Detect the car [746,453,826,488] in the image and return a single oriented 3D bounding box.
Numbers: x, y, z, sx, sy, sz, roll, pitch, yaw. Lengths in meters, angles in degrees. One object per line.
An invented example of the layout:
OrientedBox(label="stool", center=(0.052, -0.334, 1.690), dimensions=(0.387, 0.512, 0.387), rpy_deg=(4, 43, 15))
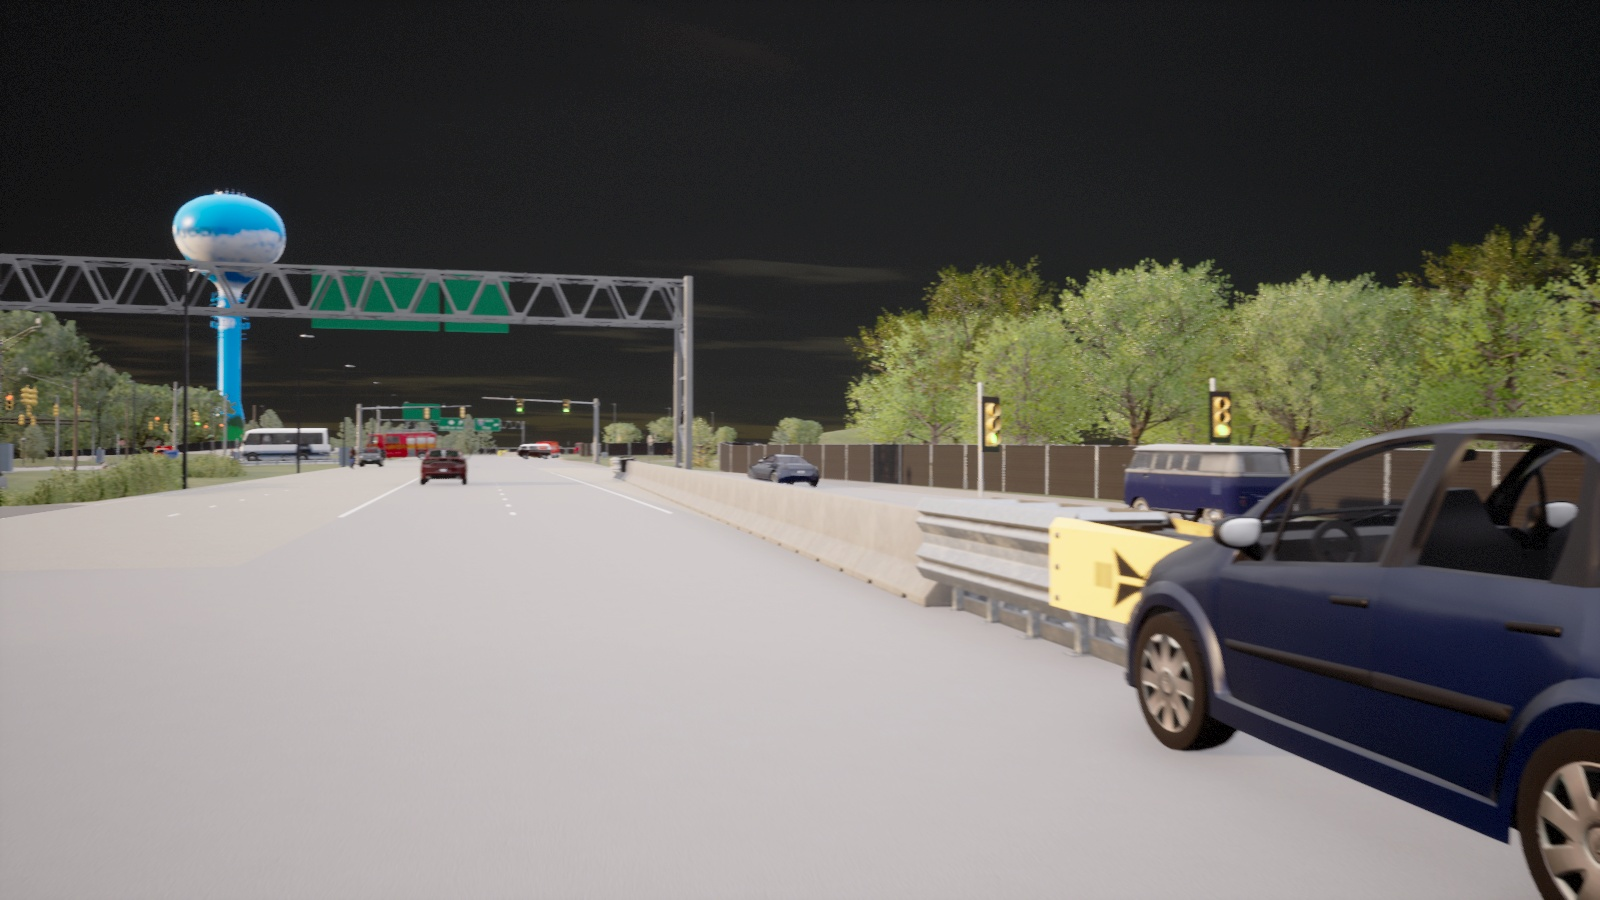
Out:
OrientedBox(label="car", center=(-0.648, 0.845, 53.883), dimensions=(1.994, 1.385, 4.181), rpy_deg=(0, 1, -23))

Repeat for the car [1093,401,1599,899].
OrientedBox(label="car", center=(2.916, 0.631, 5.138), dimensions=(1.851, 1.617, 3.988), rpy_deg=(-2, 1, -11))

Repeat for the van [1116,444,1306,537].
OrientedBox(label="van", center=(9.598, 0.868, 29.739), dimensions=(1.775, 1.987, 4.442), rpy_deg=(0, 1, -22))

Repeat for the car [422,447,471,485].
OrientedBox(label="car", center=(-15.060, 0.648, 53.740), dimensions=(1.882, 1.535, 5.008), rpy_deg=(0, 0, -14))
